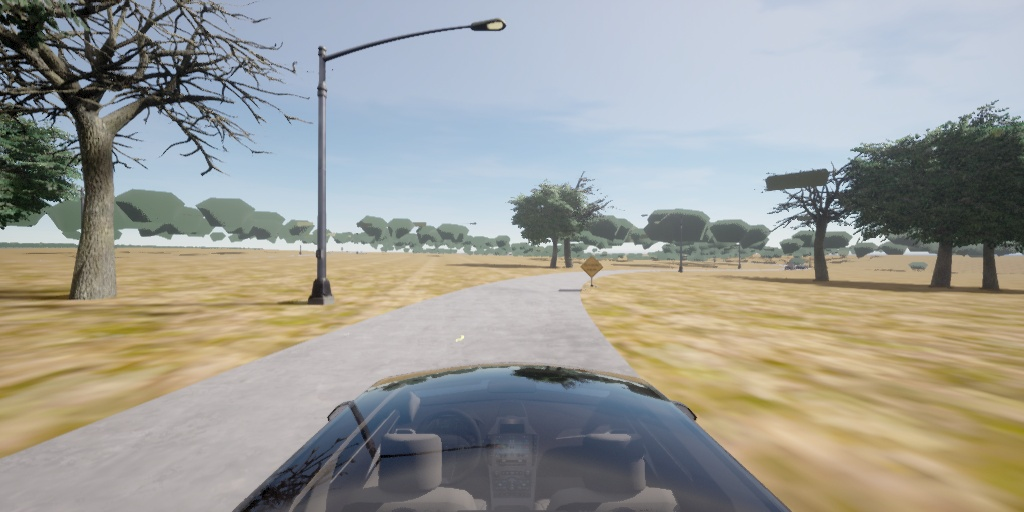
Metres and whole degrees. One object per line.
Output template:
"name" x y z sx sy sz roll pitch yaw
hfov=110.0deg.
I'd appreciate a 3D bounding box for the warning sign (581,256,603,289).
"warning sign" 4.663 0.923 20.997 1.300 1.860 1.060 0 0 12
